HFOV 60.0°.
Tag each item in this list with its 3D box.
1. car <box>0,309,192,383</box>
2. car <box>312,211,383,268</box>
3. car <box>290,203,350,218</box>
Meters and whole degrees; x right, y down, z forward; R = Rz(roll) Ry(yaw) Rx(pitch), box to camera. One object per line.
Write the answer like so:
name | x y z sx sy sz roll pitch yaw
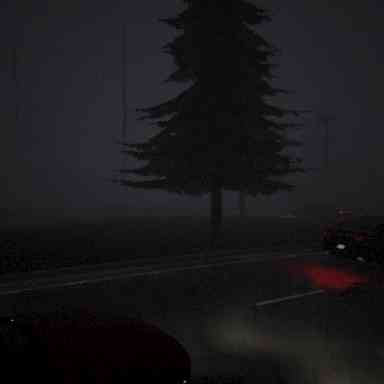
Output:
car | -2.255 1.465 1.938 5.008 1.535 1.882 0 0 -36
car | 6.715 1.560 11.585 5.008 1.535 1.882 1 0 -31
car | 11.454 1.719 29.885 2.033 1.411 5.357 1 0 -35
